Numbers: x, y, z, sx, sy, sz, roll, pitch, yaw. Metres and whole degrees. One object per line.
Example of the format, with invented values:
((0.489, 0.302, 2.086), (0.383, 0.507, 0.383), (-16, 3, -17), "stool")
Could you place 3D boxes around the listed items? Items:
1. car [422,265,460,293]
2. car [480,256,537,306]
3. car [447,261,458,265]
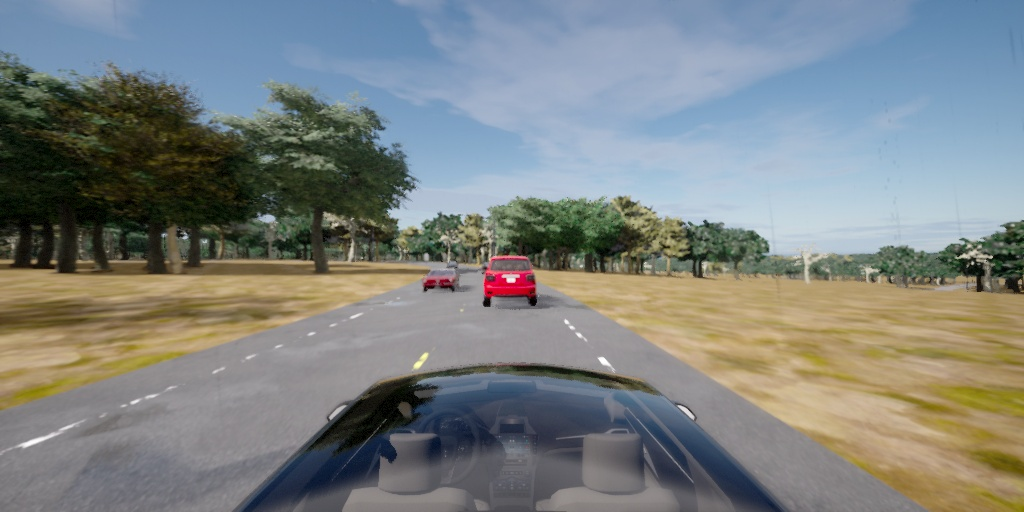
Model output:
((-4.261, 1.446, 22.025), (1.895, 1.301, 4.718), (0, 0, -4), "car")
((-0.177, 1.027, 16.449), (2.150, 2.045, 5.566), (0, 0, -3), "car")
((-10.325, 1.609, 62.228), (1.812, 1.442, 4.674), (0, 0, -13), "car")
